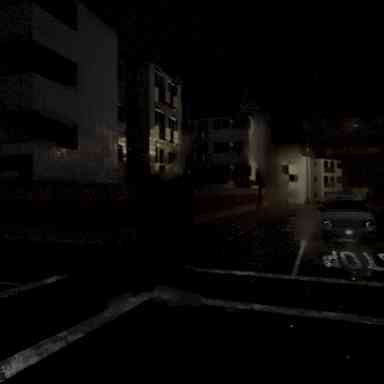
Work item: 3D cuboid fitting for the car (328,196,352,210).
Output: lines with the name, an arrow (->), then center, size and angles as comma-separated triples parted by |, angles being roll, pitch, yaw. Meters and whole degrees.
car -> 17.546, 1.289, 39.276 | 1.837, 1.490, 4.892 | -3, -1, 32

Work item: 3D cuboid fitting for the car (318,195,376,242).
car -> 7.566, 1.230, 16.457 | 2.150, 2.045, 5.566 | 0, 2, 22
